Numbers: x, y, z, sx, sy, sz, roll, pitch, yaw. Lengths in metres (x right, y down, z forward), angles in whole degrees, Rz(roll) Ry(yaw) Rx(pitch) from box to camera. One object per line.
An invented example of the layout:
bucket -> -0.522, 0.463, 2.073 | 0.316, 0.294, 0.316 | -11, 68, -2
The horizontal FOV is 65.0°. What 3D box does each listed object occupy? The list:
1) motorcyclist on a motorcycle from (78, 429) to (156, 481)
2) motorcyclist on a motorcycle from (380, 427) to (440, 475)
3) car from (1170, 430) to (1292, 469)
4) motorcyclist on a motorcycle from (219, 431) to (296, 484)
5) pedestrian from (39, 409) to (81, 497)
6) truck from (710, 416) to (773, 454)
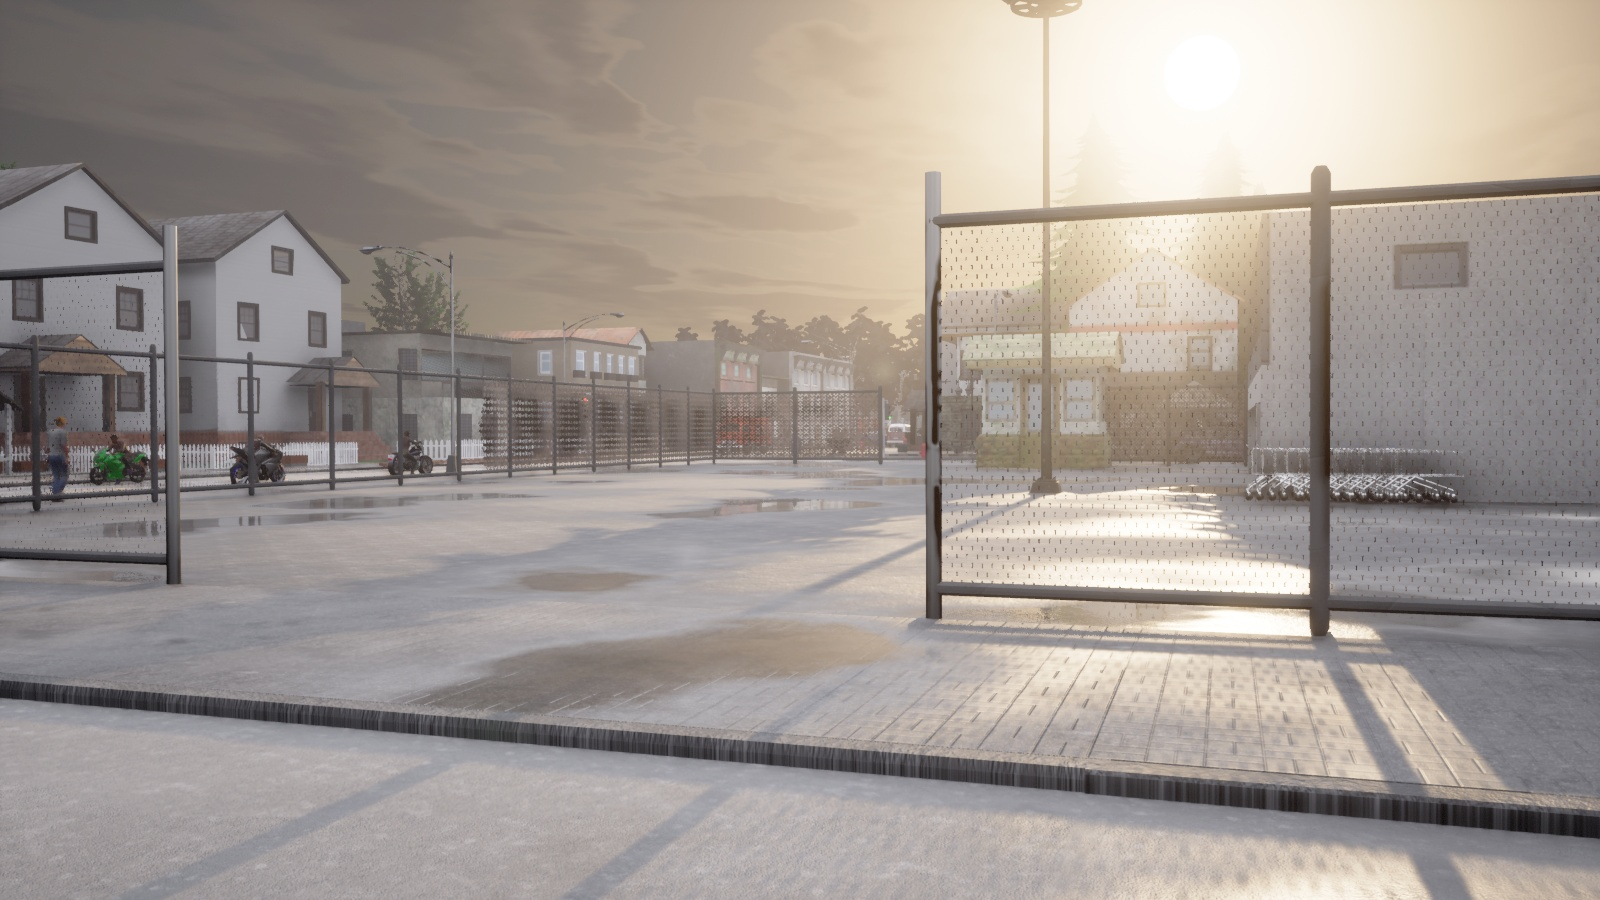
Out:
motorcyclist on a motorcycle -> -20.337, 0.133, 37.446 | 0.797, 1.523, 2.044 | 1, 1, 19
motorcyclist on a motorcycle -> -13.768, 0.014, 44.441 | 0.766, 1.649, 2.350 | 1, 1, 20
car -> 18.526, -0.037, 54.031 | 4.856, 1.649, 2.033 | 0, 1, 20
motorcyclist on a motorcycle -> -16.126, 0.202, 37.396 | 0.866, 1.530, 2.191 | 1, 1, 19
pedestrian -> -15.634, 0.052, 26.547 | 0.354, 1.836, 0.706 | 0, 1, 15
truck -> -3.927, -1.049, 85.792 | 2.627, 2.467, 5.204 | 1, 1, 18
